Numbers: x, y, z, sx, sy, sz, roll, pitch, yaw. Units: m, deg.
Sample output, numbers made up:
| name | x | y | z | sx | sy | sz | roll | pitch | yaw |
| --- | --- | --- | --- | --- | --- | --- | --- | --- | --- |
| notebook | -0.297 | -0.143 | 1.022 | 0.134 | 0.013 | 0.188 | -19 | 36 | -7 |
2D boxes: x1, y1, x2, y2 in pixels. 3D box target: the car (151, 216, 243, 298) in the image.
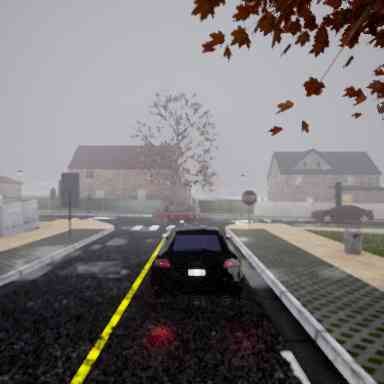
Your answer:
| name | x | y | z | sx | sy | sz | roll | pitch | yaw |
| --- | --- | --- | --- | --- | --- | --- | --- | --- | --- |
| car | 0.126 | 1.561 | 8.588 | 1.994 | 1.385 | 4.181 | 0 | 0 | 1 |

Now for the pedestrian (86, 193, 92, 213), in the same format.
| name | x | y | z | sx | sy | sz | roll | pitch | yaw |
| --- | --- | --- | --- | --- | --- | --- | --- | --- | --- |
| pedestrian | -9.596 | 1.005 | 31.061 | 0.375 | 1.860 | 0.375 | 0 | -1 | 0 |

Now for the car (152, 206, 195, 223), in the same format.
| name | x | y | z | sx | sy | sz | roll | pitch | yaw |
| --- | --- | --- | --- | --- | --- | --- | --- | --- | --- |
| car | -1.442 | 1.590 | 23.207 | 1.895 | 1.301 | 4.718 | 0 | 0 | -21 |

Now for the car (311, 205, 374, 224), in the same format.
| name | x | y | z | sx | sy | sz | roll | pitch | yaw |
| --- | --- | --- | --- | --- | --- | --- | --- | --- | --- |
| car | 12.701 | 1.807 | 28.210 | 5.008 | 1.535 | 1.882 | 1 | 0 | 0 |
